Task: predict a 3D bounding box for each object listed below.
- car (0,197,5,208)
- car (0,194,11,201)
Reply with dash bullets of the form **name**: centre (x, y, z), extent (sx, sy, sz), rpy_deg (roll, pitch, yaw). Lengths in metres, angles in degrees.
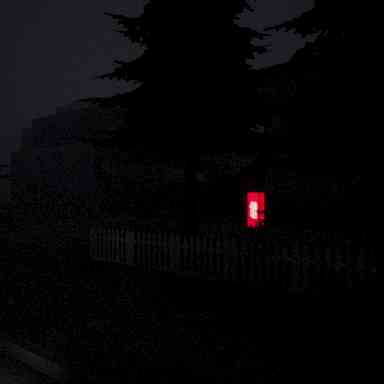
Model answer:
- **car**: centre (-24.078, 1.585, 37.173), extent (1.895, 1.301, 4.718), rpy_deg (0, 0, 36)
- **car**: centre (-41.628, 1.297, 74.856), extent (4.514, 1.523, 2.007), rpy_deg (0, 0, 34)
